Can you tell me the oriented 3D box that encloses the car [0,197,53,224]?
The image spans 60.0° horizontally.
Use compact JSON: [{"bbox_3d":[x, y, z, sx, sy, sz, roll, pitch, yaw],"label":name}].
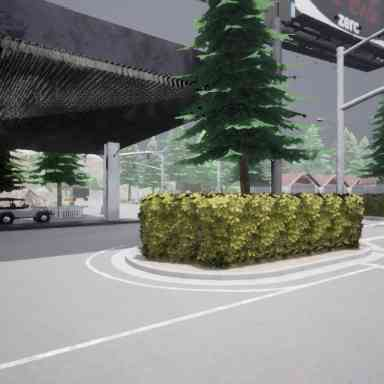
[{"bbox_3d":[-12.017,1.313,23.451,3.866,1.878,1.905,0,0,-36],"label":"car"}]
